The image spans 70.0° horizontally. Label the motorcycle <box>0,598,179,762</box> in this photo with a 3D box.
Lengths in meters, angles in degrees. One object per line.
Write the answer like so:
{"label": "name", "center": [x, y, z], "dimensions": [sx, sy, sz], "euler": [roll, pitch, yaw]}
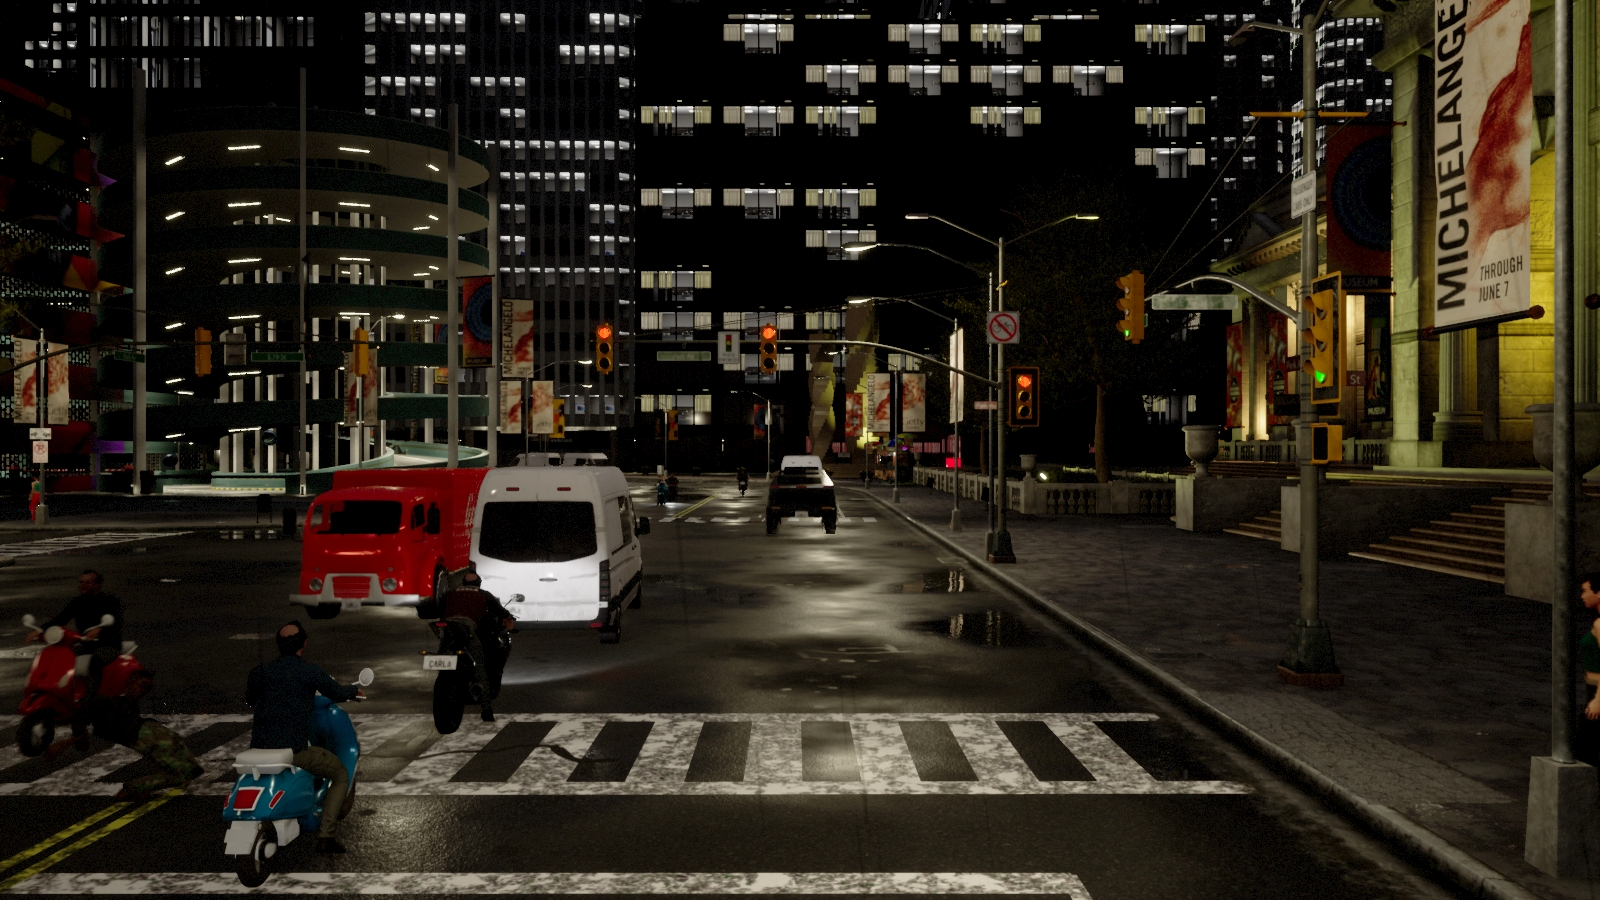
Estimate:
{"label": "motorcycle", "center": [-6.972, 2.182, 11.145], "dimensions": [0.856, 1.236, 1.805], "euler": [0, 0, 0]}

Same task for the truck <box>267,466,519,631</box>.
{"label": "truck", "center": [-6.970, 1.565, 20.350], "dimensions": [2.627, 2.467, 5.204], "euler": [0, 0, 0]}

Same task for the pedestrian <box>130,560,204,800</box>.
{"label": "pedestrian", "center": [-5.156, 1.848, 9.310], "dimensions": [0.375, 1.860, 0.375], "euler": [0, 0, 18]}

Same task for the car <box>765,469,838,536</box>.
{"label": "car", "center": [0.056, 1.753, 40.318], "dimensions": [2.390, 2.098, 6.274], "euler": [0, 0, 0]}

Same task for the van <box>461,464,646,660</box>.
{"label": "van", "center": [-3.705, 1.534, 18.321], "dimensions": [1.988, 2.561, 5.915], "euler": [0, 0, -3]}

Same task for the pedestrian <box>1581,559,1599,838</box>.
{"label": "pedestrian", "center": [5.621, 1.698, 7.799], "dimensions": [0.375, 1.860, 0.375], "euler": [0, 0, -37]}
